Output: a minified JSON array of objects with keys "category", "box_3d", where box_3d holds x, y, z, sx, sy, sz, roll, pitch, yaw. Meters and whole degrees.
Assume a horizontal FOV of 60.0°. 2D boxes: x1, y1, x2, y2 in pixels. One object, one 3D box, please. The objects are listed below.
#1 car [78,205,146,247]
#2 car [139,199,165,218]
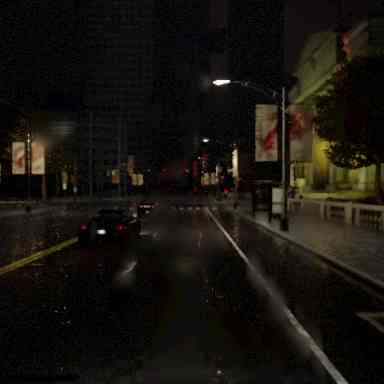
[{"category":"car","box_3d":[-3.413,1.469,14.525,1.994,1.385,4.181,0,0,0]},{"category":"car","box_3d":[-3.417,1.313,27.995,2.128,1.511,4.902,0,0,0]}]
